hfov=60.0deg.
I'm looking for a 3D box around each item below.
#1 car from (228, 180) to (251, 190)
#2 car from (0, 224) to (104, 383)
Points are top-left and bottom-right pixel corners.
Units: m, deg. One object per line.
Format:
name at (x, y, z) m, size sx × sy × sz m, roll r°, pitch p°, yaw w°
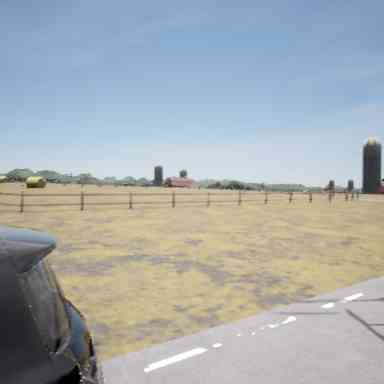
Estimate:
car at (9.985, -1.377, 70.309) m, size 2.150 × 2.045 × 5.566 m, roll 1°, pitch 2°, yaw -36°
car at (-3.037, 1.223, 0.905) m, size 5.566 × 2.045 × 2.150 m, roll 0°, pitch 0°, yaw -35°
